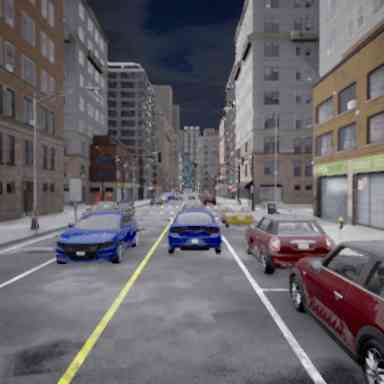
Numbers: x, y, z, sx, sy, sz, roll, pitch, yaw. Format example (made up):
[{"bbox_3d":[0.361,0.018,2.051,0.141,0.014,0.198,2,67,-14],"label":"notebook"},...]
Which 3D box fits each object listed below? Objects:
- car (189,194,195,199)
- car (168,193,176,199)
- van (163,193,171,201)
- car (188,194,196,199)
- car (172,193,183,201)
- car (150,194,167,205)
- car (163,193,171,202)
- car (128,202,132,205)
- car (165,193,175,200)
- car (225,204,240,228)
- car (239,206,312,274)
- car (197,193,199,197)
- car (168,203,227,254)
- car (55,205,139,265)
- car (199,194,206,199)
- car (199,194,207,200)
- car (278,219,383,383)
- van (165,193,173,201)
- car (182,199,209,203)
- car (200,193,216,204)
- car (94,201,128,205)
[{"bbox_3d":[-0.007,1.231,93.698,1.895,1.301,4.718,0,0,0],"label":"car"},{"bbox_3d":[-5.685,1.205,92.913,1.967,1.590,4.097,-1,0,0],"label":"car"},{"bbox_3d":[-5.685,1.150,76.156,1.690,1.788,3.998,-1,0,0],"label":"van"},{"bbox_3d":[-0.006,1.307,83.247,2.128,1.511,4.902,0,0,0],"label":"car"},{"bbox_3d":[-3.006,1.348,76.219,2.033,1.411,5.357,0,0,0],"label":"car"},{"bbox_3d":[-5.681,1.425,53.813,1.947,1.339,4.313,-1,0,0],"label":"car"},{"bbox_3d":[-5.682,1.361,64.814,1.752,1.417,4.829,-1,0,0],"label":"car"},{"bbox_3d":[-5.678,1.481,26.939,1.947,1.339,4.313,-1,0,0],"label":"car"},{"bbox_3d":[-5.686,1.095,87.327,2.192,1.841,5.009,-1,0,0],"label":"car"},{"bbox_3d":[2.847,1.454,21.614,1.752,1.417,4.829,-1,0,0],"label":"car"},{"bbox_3d":[2.847,1.402,10.450,1.967,1.590,4.097,-1,0,0],"label":"car"},{"bbox_3d":[2.846,1.123,76.156,2.192,1.841,5.009,-1,0,0],"label":"car"},{"bbox_3d":[0.096,1.431,13.293,1.882,1.535,5.008,0,0,0],"label":"car"},{"bbox_3d":[-3.098,1.436,11.757,1.882,1.535,5.008,0,0,0],"label":"car"},{"bbox_3d":[2.851,1.330,92.914,1.947,1.339,4.313,-1,0,0],"label":"car"},{"bbox_3d":[2.850,1.304,87.498,1.752,1.417,4.829,-1,0,0],"label":"car"},{"bbox_3d":[2.848,1.421,4.952,1.967,1.590,4.097,-1,0,0],"label":"car"},{"bbox_3d":[-5.685,1.136,81.741,1.690,1.788,3.998,-1,0,0],"label":"van"},{"bbox_3d":[0.099,1.516,26.717,1.895,1.301,4.718,0,0,0],"label":"car"},{"bbox_3d":[2.842,1.173,53.812,2.192,1.841,5.009,-1,0,0],"label":"car"},{"bbox_3d":[-5.679,1.370,21.442,1.967,1.590,4.097,-1,0,0],"label":"car"}]
